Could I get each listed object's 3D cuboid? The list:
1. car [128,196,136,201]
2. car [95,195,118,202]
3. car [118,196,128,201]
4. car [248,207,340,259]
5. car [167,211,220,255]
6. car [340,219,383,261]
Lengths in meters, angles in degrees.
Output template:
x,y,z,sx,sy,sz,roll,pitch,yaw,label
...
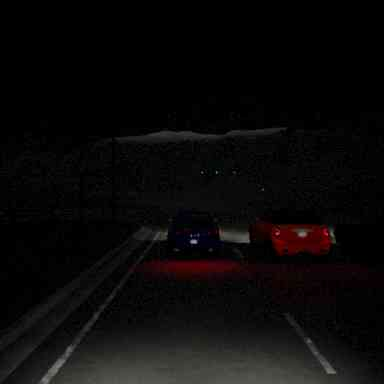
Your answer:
x,y,z,sx,sy,sz,roll,pitch,yaw,label
-18.916,1.761,92.286,4.902,1.511,2.128,0,0,32,car
-22.026,1.815,85.958,4.718,1.301,1.895,0,0,35,car
-20.433,1.706,89.106,5.008,1.535,1.882,0,0,32,car
3.538,1.385,12.824,2.097,1.767,4.553,0,0,-1,car
0.032,1.513,13.555,1.882,1.535,5.008,0,0,-1,car
7.052,1.632,12.305,1.895,1.301,4.718,0,0,0,car
